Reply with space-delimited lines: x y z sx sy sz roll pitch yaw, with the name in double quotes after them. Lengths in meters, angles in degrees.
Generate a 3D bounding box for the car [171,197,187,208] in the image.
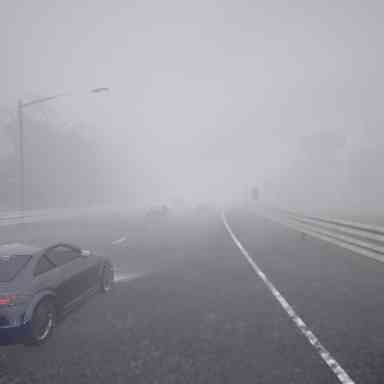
-2.485 2.040 63.973 2.150 2.045 5.566 -2 -1 10 "car"

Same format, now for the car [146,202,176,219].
-3.362 2.076 34.902 1.895 1.301 4.718 -2 -1 8 "car"

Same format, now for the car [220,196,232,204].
8.154 2.265 83.052 2.128 1.511 4.902 -2 -1 11 "car"

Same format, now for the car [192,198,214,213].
1.540 1.971 44.517 1.812 1.442 4.674 -2 -1 8 "car"

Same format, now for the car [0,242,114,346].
-3.066 1.675 6.560 1.994 1.385 4.181 -2 -1 6 "car"

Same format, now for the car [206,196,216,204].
4.518 2.074 82.733 2.150 2.045 5.566 -2 -1 11 "car"
